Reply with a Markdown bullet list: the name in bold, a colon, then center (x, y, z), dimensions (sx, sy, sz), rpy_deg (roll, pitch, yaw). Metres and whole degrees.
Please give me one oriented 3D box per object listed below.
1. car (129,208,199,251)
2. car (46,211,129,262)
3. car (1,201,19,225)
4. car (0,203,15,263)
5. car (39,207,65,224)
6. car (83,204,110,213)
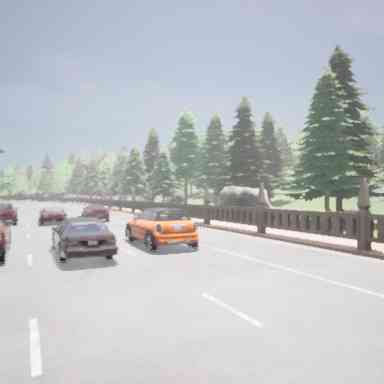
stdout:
- **car**: center (-1.494, 1.491, 15.096), dimensions (2.097, 1.767, 4.553), rpy_deg (0, -1, -26)
- **car**: center (-4.227, 1.664, 12.708), dimensions (2.033, 1.411, 5.357), rpy_deg (0, -1, -26)
- **car**: center (-14.448, 1.578, 25.401), dimensions (2.097, 1.767, 4.553), rpy_deg (0, -1, -26)
- **car**: center (-7.760, 1.458, 11.975), dimensions (2.097, 1.767, 4.553), rpy_deg (0, -1, -26)
- **car**: center (-11.239, 1.843, 26.799), dimensions (1.895, 1.301, 4.718), rpy_deg (0, -1, -26)
- **car**: center (-8.390, 1.789, 28.944), dimensions (1.812, 1.442, 4.674), rpy_deg (0, 0, -26)
